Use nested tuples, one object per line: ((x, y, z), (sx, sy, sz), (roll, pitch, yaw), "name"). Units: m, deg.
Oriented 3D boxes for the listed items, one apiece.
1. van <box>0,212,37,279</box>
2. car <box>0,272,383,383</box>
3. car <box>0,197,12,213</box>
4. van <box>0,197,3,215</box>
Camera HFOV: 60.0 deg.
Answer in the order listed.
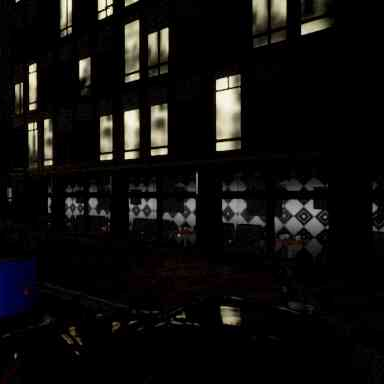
((-4.513, 1.342, 6.054), (3.998, 1.788, 1.690), (0, 0, 35), "van")
((0.120, 1.582, 2.752), (4.206, 1.307, 1.802), (0, 0, 35), "car")
((-14.409, 1.356, 28.165), (2.192, 1.841, 5.009), (-1, -1, 35), "car")
((-21.246, 1.423, 33.010), (1.690, 1.788, 3.998), (-1, -1, 35), "van")
